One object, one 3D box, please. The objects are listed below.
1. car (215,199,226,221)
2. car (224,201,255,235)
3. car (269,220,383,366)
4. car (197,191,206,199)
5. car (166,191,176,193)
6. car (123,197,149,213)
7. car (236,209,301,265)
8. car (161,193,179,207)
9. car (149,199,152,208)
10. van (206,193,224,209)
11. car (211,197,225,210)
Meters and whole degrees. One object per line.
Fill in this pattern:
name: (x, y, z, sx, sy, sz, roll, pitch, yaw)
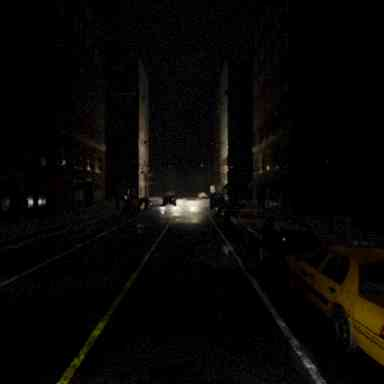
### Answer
car: (2.852, 1.409, 21.998, 1.947, 1.339, 4.313, 0, 0, 0)
car: (2.853, 1.406, 16.719, 1.752, 1.417, 4.829, 0, 0, 0)
car: (2.855, 1.483, 5.822, 1.752, 1.417, 4.829, 0, 0, 0)
car: (2.636, 0.977, 77.701, 1.752, 1.417, 4.829, 0, 0, -1)
car: (-6.040, 0.687, 88.462, 2.192, 1.841, 5.009, 0, 0, -1)
car: (-5.674, 1.350, 32.881, 1.802, 1.307, 4.206, 0, 0, 0)
car: (2.853, 1.471, 11.101, 2.008, 1.369, 4.403, 0, 0, 0)
car: (-3.014, 1.192, 45.218, 1.837, 1.490, 4.892, 0, 0, 0)
car: (-5.676, 1.297, 38.332, 1.947, 1.339, 4.313, 0, 0, 0)
van: (2.849, 1.072, 38.341, 1.690, 1.788, 3.998, 0, 0, 0)
car: (2.851, 1.372, 27.446, 1.947, 1.339, 4.313, 0, 0, 0)
